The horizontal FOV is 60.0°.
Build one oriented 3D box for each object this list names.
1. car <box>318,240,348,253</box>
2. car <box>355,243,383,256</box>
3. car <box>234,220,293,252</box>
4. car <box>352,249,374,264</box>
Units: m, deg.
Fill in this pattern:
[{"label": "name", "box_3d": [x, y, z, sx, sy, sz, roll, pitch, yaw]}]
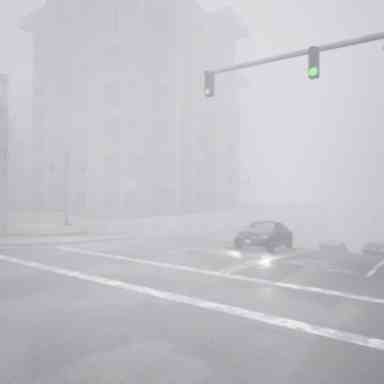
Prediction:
[{"label": "car", "box_3d": [12.983, 5.138, 30.507, 1.882, 1.535, 5.008, 0, -13, 35]}, {"label": "car", "box_3d": [15.312, 4.971, 27.552, 2.033, 1.411, 5.357, 0, -13, 35]}, {"label": "car", "box_3d": [3.848, 2.211, 17.274, 1.812, 1.442, 4.674, 0, -5, 33]}, {"label": "car", "box_3d": [23.612, 8.797, 45.733, 2.097, 1.767, 4.553, 0, -8, 35]}]
